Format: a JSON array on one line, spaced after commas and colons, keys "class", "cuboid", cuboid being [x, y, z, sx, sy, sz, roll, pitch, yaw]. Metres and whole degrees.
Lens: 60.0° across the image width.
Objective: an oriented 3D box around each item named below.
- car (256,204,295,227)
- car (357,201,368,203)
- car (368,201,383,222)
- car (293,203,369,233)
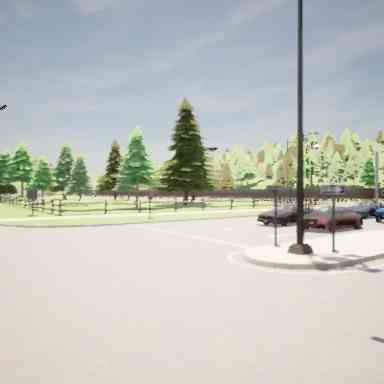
[{"class": "car", "cuboid": [6.921, 1.532, 23.029, 5.357, 1.411, 2.033, 0, 0, -35]}, {"class": "car", "cuboid": [15.154, 1.523, 28.807, 5.357, 1.411, 2.033, 0, 0, -36]}, {"class": "car", "cuboid": [15.616, 1.455, 24.865, 5.008, 1.535, 1.882, 0, 0, -35]}, {"class": "car", "cuboid": [8.283, 1.549, 19.707, 4.181, 1.385, 1.994, 0, 0, -36]}]
